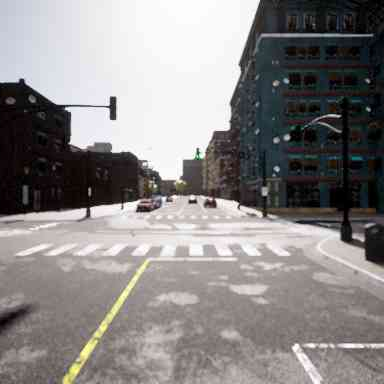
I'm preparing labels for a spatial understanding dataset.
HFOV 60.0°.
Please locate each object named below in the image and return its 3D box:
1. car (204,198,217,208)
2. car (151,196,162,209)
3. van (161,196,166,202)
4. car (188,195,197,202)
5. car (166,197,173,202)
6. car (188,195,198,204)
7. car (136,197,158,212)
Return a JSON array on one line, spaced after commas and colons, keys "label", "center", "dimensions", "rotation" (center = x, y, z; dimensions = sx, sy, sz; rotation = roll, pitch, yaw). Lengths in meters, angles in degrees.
[{"label": "car", "center": [2.832, 1.564, 51.914], "dimensions": [1.967, 1.590, 4.097], "rotation": [1, 0, 0]}, {"label": "car", "center": [-5.564, 1.654, 46.186], "dimensions": [1.887, 1.381, 4.507], "rotation": [1, 0, 0]}, {"label": "van", "center": [-5.546, 1.464, 51.874], "dimensions": [1.690, 1.788, 3.998], "rotation": [1, 0, 0]}, {"label": "car", "center": [0.191, 1.546, 78.587], "dimensions": [2.128, 1.511, 4.902], "rotation": [0, 0, 0]}, {"label": "car", "center": [-5.482, 1.774, 80.306], "dimensions": [1.802, 1.307, 4.206], "rotation": [1, 0, 0]}, {"label": "car", "center": [0.167, 1.714, 68.577], "dimensions": [1.994, 1.385, 4.181], "rotation": [0, 0, 0]}, {"label": "car", "center": [-5.654, 1.641, 40.504], "dimensions": [1.887, 1.381, 4.507], "rotation": [1, 0, 0]}]
